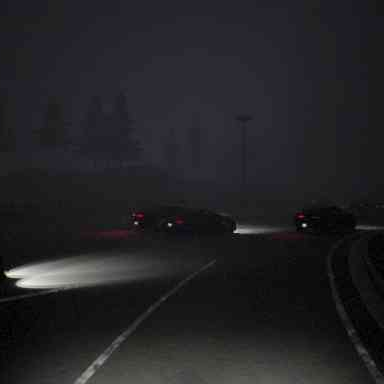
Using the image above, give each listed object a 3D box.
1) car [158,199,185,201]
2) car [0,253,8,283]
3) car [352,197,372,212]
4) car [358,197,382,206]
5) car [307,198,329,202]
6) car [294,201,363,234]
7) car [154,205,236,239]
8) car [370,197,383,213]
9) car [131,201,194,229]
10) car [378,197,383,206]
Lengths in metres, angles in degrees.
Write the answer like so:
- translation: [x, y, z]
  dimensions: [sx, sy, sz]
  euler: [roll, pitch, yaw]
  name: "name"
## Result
- translation: [-1.360, 1.375, 29.982]
  dimensions: [4.553, 1.767, 2.097]
  euler: [0, 0, -41]
  name: "car"
- translation: [-6.298, 1.568, 7.017]
  dimensions: [4.181, 1.385, 1.994]
  euler: [0, 0, -41]
  name: "car"
- translation: [20.372, 1.558, 39.745]
  dimensions: [4.674, 1.442, 1.812]
  euler: [0, 0, -41]
  name: "car"
- translation: [31.611, 1.596, 59.038]
  dimensions: [5.357, 1.411, 2.033]
  euler: [0, 0, -41]
  name: "car"
- translation: [18.175, 1.529, 47.130]
  dimensions: [4.902, 1.511, 2.128]
  euler: [0, 0, -41]
  name: "car"
- translation: [7.840, 1.520, 19.428]
  dimensions: [4.892, 1.490, 1.837]
  euler: [0, 0, -41]
  name: "car"
- translation: [0.415, 1.577, 17.568]
  dimensions: [4.181, 1.385, 1.994]
  euler: [0, 0, -41]
  name: "car"
- translation: [21.837, 1.577, 36.373]
  dimensions: [5.357, 1.411, 2.033]
  euler: [0, 0, -41]
  name: "car"
- translation: [-1.395, 1.520, 20.636]
  dimensions: [4.892, 1.490, 1.837]
  euler: [0, 0, -41]
  name: "car"
- translation: [32.905, 1.571, 55.537]
  dimensions: [4.674, 1.442, 1.812]
  euler: [0, 0, -41]
  name: "car"
